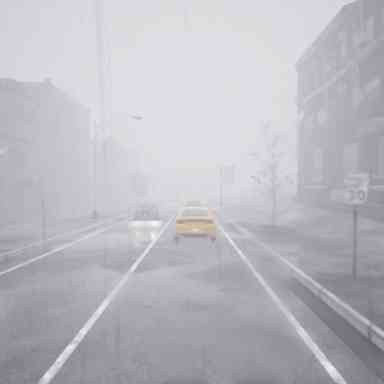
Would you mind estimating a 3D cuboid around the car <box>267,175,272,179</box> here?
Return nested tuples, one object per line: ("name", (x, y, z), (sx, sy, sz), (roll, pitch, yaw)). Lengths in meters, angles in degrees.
("car", (22.312, -3.834, 89.073), (2.002, 1.452, 4.674), (0, 1, -2))

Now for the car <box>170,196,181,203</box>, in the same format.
("car", (-3.338, 1.542, 68.179), (1.994, 1.385, 4.181), (0, 0, 0))

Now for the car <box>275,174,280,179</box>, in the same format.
("car", (22.651, -3.771, 83.535), (2.097, 1.535, 5.008), (0, 1, -3))

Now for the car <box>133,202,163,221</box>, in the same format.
("car", (-3.533, 1.550, 27.320), (1.994, 1.385, 4.181), (0, 0, 0))

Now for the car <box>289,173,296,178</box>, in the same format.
("car", (23.712, -3.534, 72.336), (2.163, 1.488, 4.792), (0, 1, -6))

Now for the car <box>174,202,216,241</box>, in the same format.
("car", (0.139, 1.471, 16.774), (1.882, 1.535, 5.008), (0, 0, 0))

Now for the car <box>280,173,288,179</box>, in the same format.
("car", (23.106, -3.795, 78.028), (2.185, 1.767, 4.553), (0, 1, -5))

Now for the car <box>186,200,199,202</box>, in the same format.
("car", (0.188, 1.548, 37.269), (1.994, 1.385, 4.181), (0, 0, 0))
